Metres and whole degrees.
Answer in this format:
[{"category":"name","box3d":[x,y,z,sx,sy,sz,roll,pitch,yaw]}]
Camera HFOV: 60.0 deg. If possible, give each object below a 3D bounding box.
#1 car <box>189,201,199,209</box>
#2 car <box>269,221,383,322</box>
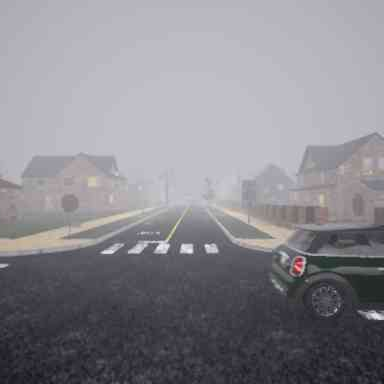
[{"category":"car","box3d":[0.415,2.436,61.859,2.033,1.411,5.357,0,-1,0]},{"category":"car","box3d":[4.033,1.462,6.987,4.553,1.767,2.097,0,0,0]}]
